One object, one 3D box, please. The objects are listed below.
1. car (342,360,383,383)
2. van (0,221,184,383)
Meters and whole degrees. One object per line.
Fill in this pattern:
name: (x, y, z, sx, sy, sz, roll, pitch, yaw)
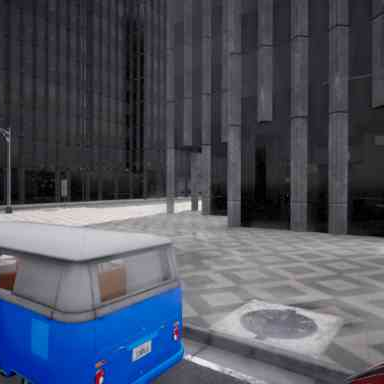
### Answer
car: (2.498, 1.440, 1.184, 4.097, 1.590, 1.967, 0, 0, 35)
van: (-2.001, 1.341, 4.389, 3.998, 1.788, 1.690, 0, 0, 35)
